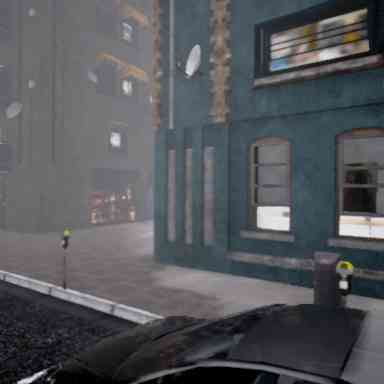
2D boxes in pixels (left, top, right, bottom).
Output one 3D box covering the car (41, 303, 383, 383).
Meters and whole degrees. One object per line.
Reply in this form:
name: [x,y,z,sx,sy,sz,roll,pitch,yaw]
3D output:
car: [0.695,1.566,2.370,4.313,1.339,1.947,0,1,35]
